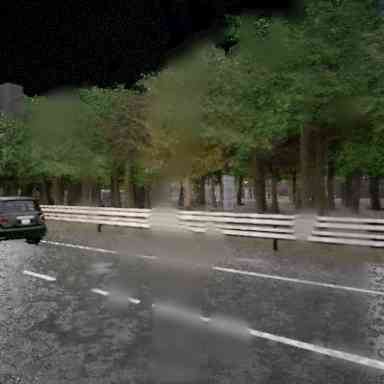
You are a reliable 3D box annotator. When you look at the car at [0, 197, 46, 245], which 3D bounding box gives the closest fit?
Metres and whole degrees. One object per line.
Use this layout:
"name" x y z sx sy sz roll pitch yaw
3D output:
"car" -8.523 1.225 14.253 5.566 2.045 2.150 0 0 36
